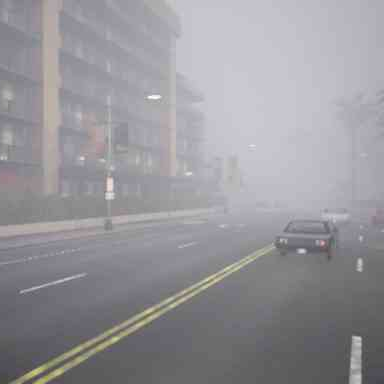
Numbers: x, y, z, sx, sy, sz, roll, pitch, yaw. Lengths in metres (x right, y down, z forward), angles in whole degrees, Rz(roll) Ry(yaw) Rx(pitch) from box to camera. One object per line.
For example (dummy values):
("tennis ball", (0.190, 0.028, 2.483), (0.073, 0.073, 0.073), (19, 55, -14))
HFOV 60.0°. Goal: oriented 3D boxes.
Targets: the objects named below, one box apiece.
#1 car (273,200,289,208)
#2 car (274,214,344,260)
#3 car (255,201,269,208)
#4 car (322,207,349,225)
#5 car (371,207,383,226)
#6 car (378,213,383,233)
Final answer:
("car", (16.036, 2.199, 60.019), (2.033, 1.411, 5.357), (0, -1, 1))
("car", (4.772, 1.746, 13.315), (1.895, 1.301, 4.718), (0, -1, 28))
("car", (12.593, 2.253, 59.983), (1.895, 1.301, 4.718), (0, -1, 2))
("car", (11.565, 1.890, 26.682), (1.895, 1.301, 4.718), (0, -1, 27))
("car", (14.756, 1.837, 25.247), (1.994, 1.385, 4.181), (0, -1, 27))
("car", (7.544, 1.668, 11.069), (2.033, 1.411, 5.357), (0, -1, 27))
